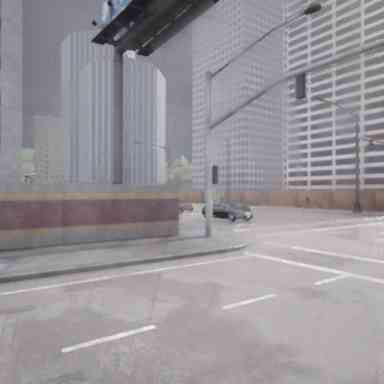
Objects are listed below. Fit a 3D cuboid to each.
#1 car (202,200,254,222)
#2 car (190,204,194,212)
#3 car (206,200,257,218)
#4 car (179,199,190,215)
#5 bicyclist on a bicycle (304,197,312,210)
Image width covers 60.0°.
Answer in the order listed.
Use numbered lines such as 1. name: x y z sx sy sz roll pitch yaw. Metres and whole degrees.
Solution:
1. car: 2.773 1.532 26.548 2.128 1.511 4.902 0 0 -35
2. car: -1.666 1.574 38.925 1.812 1.442 4.674 0 0 -35
3. car: 3.618 1.540 31.422 2.128 1.511 4.902 0 0 -35
4. car: -2.699 1.518 34.307 1.882 1.535 5.008 0 0 -35
5. bicyclist on a bicycle: 14.364 1.382 41.314 1.656 1.620 0.582 0 0 -35
